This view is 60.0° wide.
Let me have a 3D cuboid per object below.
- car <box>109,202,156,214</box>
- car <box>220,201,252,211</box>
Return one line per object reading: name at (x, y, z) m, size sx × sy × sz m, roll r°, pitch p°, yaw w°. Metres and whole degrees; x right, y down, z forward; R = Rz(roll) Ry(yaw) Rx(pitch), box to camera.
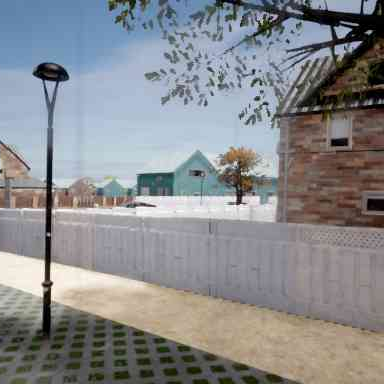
car at (-5.318, 1.636, 29.605) m, size 4.892 × 1.490 × 1.837 m, roll 1°, pitch 1°, yaw -42°
car at (4.805, 1.739, 37.756) m, size 5.008 × 1.535 × 1.882 m, roll 0°, pitch 2°, yaw -35°
